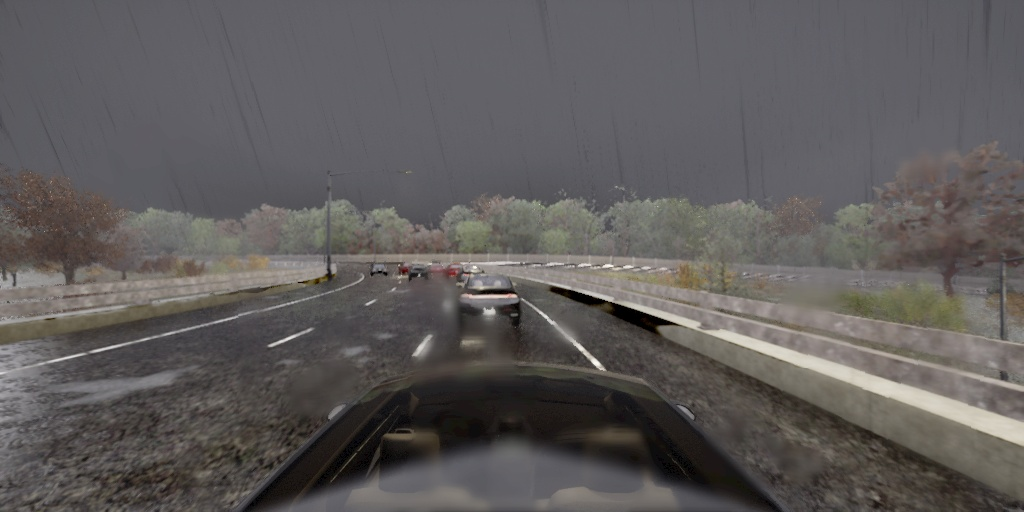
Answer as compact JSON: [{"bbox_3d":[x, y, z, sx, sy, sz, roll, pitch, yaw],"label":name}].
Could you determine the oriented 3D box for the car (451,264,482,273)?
[{"bbox_3d":[-2.858,1.421,24.836,2.128,1.511,4.902,0,0,-11],"label":"car"}]

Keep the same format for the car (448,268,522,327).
[{"bbox_3d":[-0.798,1.321,11.978,2.128,1.511,4.902,0,0,-5],"label":"car"}]

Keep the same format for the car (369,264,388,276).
[{"bbox_3d":[-16.238,1.638,43.633,2.033,1.411,5.357,0,0,-24],"label":"car"}]

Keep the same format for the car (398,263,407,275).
[{"bbox_3d":[-13.061,1.574,44.994,1.882,1.535,5.008,0,0,-25],"label":"car"}]

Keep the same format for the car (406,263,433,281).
[{"bbox_3d":[-8.749,1.506,33.685,1.837,1.490,4.892,0,-2,-16],"label":"car"}]

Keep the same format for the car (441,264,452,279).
[{"bbox_3d":[-5.475,1.488,34.902,1.882,1.535,5.008,0,-1,-17],"label":"car"}]

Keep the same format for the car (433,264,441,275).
[{"bbox_3d":[-9.626,1.663,45.905,1.994,1.385,4.181,0,0,-24],"label":"car"}]
